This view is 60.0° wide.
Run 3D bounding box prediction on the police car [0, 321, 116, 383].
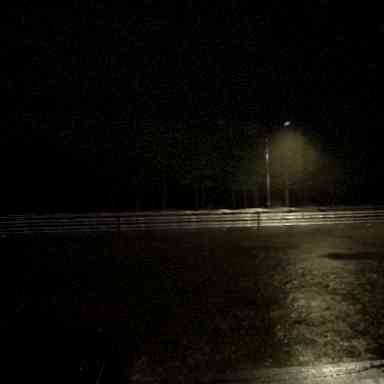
[{"bbox_3d":[-3.388,1.673,2.885,5.238,1.638,1.930,-2,-2,-5],"label":"police car"}]
